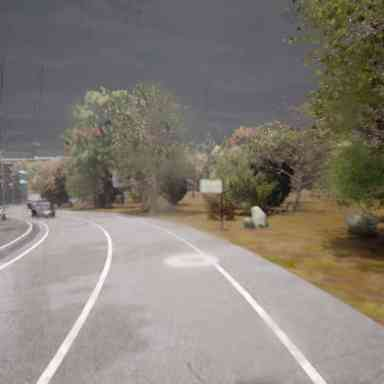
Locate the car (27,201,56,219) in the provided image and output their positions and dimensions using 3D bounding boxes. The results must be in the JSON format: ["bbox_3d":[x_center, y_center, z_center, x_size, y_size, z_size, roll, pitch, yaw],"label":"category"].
[{"bbox_3d":[-16.697,2.121,37.179,2.128,1.511,4.902,-4,1,-35],"label":"car"}]

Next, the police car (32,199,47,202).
[{"bbox_3d":[-24.833,2.302,55.708,1.930,1.638,5.238,-4,1,-35],"label":"police car"}]

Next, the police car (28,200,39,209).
[{"bbox_3d":[-32.959,2.592,69.164,1.930,1.638,5.238,-3,1,-27],"label":"police car"}]

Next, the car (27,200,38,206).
[{"bbox_3d":[-40.586,2.846,84.507,1.895,1.301,4.718,-2,0,-18],"label":"car"}]
